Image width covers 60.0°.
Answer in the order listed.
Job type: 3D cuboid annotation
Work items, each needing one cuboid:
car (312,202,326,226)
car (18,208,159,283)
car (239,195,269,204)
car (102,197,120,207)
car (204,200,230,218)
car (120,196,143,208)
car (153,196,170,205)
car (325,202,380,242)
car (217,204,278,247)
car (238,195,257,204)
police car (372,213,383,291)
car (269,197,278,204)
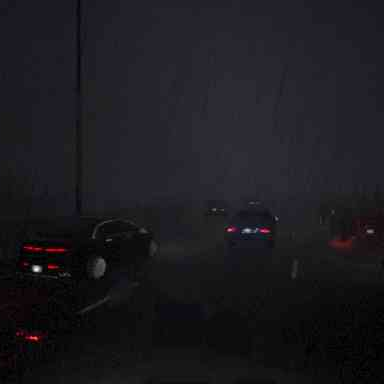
[{"bbox_3d":[9.228,1.399,22.040,1.837,1.490,4.892,0,0,11],"label":"car"},{"bbox_3d":[-2.623,1.451,9.694,1.837,1.490,4.892,1,0,20],"label":"car"},{"bbox_3d":[6.434,1.312,35.223,2.128,1.511,4.902,0,0,5],"label":"car"},{"bbox_3d":[-10.835,1.353,45.156,1.895,1.301,4.718,0,0,-1],"label":"car"},{"bbox_3d":[2.119,1.403,27.985,2.033,1.411,5.357,0,0,9],"label":"car"},{"bbox_3d":[-7.377,1.298,42.094,1.812,1.442,4.674,0,0,1],"label":"car"},{"bbox_3d":[-3.883,1.275,43.241,1.837,1.490,4.892,0,0,0],"label":"car"},{"bbox_3d":[7.720,1.404,15.623,1.882,1.535,5.008,0,0,15],"label":"car"},{"bbox_3d":[2.762,1.472,14.815,2.033,1.411,5.357,0,0,16],"label":"car"},{"bbox_3d":[9.565,1.212,57.773,1.837,1.490,4.892,0,0,-8],"label":"car"},{"bbox_3d":[4.393,1.402,5.271,1.930,1.638,5.238,0,0,21],"label":"police car"},{"bbox_3d":[10.338,1.371,45.836,1.895,1.301,4.718,0,0,-2],"label":"car"}]
